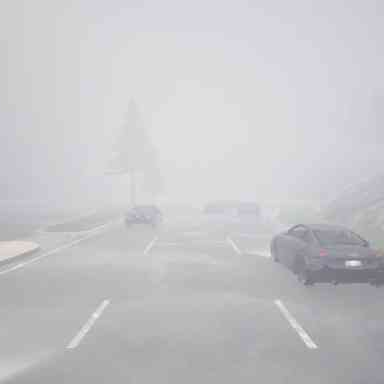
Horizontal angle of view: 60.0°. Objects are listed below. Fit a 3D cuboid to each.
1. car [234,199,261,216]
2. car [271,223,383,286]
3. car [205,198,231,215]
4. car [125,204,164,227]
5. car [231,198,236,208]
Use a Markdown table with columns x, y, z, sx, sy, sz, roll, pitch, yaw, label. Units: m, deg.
| x | y | z | sx | sy | sz | roll | pitch | yaw | label |
| --- | --- | --- | --- | --- | --- | --- | --- | --- | --- |
| 5.638 | 1.563 | 32.396 | 1.994 | 1.385 | 4.181 | 0 | 0 | 15 | car |
| 3.601 | 1.564 | 9.428 | 1.994 | 1.385 | 4.181 | 0 | 0 | 0 | car |
| 2.537 | 1.526 | 34.198 | 1.812 | 1.442 | 4.674 | 0 | 0 | 15 | car |
| -3.160 | 1.547 | 22.819 | 2.033 | 1.411 | 5.357 | 0 | 0 | 3 | car |
| 5.295 | 1.526 | 44.158 | 1.812 | 1.442 | 4.674 | 0 | 0 | 16 | car |
